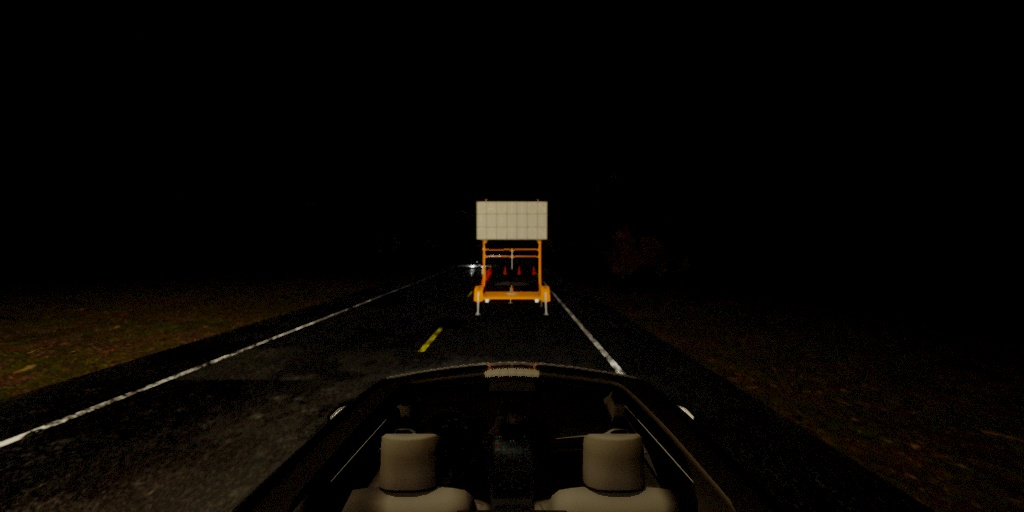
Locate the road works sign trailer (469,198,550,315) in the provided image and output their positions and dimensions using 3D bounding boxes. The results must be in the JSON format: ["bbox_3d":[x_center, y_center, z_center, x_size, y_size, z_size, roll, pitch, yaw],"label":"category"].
[{"bbox_3d":[0.002,-0.096,11.912,2.380,3.560,2.880,0,0,0],"label":"road works sign trailer"}]

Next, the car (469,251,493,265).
[{"bbox_3d":[-3.585,0.162,39.436,2.033,1.411,5.357,0,2,0],"label":"car"}]
